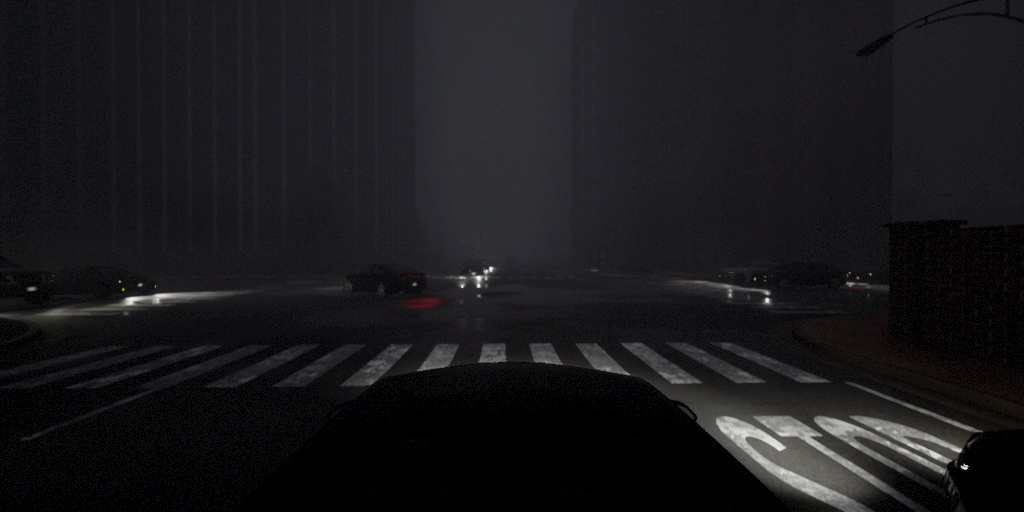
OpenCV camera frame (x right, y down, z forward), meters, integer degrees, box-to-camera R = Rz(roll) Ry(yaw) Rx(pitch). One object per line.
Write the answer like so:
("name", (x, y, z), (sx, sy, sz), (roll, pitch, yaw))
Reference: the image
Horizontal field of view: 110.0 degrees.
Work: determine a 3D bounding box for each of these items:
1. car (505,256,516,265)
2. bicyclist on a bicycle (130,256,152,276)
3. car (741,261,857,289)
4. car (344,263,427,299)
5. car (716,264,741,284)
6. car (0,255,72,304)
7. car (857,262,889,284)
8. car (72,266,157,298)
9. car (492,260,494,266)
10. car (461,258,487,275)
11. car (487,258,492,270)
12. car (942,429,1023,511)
("car", (-0.235, 0.765, 64.562), (1.882, 1.535, 5.008), (0, 0, 0))
("bicyclist on a bicycle", (-29.308, 0.796, 28.348), (0.582, 1.620, 1.656), (0, 1, 0))
("car", (16.224, 1.064, 20.417), (4.892, 1.490, 1.837), (0, 0, -1))
("car", (-6.169, 1.075, 17.189), (5.008, 1.535, 1.882), (1, 0, 39))
("car", (16.183, 1.059, 23.911), (4.674, 1.442, 1.812), (0, 0, 0))
("car", (-20.040, 0.831, 12.903), (5.566, 2.045, 2.150), (0, 0, 0))
("car", (25.770, 1.080, 24.048), (5.357, 1.411, 2.033), (0, 0, -2))
("car", (-19.043, 1.148, 16.438), (4.181, 1.385, 1.994), (0, 0, -1))
("car", (-3.841, 0.959, 54.885), (1.895, 1.301, 4.718), (0, 0, 0))
("car", (-3.763, 1.033, 34.593), (1.812, 1.442, 4.674), (0, 0, 0))
("car", (-3.814, 0.959, 44.706), (1.812, 1.442, 4.674), (0, 0, 0))
("car", (3.591, 1.267, 0.141), (1.837, 1.490, 4.892), (0, 0, 0))
